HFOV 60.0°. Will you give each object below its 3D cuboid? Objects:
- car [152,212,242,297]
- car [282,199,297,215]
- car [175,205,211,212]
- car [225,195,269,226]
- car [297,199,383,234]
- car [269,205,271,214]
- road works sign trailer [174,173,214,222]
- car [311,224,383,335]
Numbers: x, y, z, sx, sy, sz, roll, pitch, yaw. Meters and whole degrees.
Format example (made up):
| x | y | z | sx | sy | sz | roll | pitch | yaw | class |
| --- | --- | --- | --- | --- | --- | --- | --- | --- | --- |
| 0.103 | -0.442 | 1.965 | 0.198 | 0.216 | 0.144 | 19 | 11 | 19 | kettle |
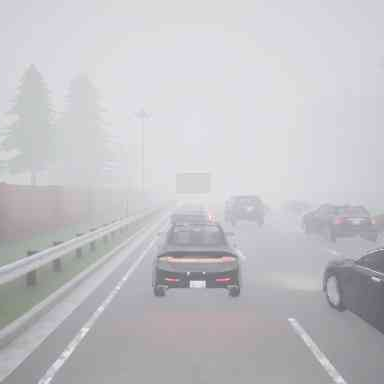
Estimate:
| x | y | z | sx | sy | sz | roll | pitch | yaw | class |
| --- | --- | --- | --- | --- | --- | --- | --- | --- | --- |
| 0.105 | 1.491 | 8.572 | 2.128 | 1.511 | 4.902 | 0 | 0 | 0 | car |
| 10.620 | 1.503 | 34.086 | 1.837 | 1.490 | 4.892 | 0 | 0 | 0 | car |
| -0.015 | 1.474 | 19.019 | 1.882 | 1.535 | 5.008 | 0 | 0 | 6 | car |
| 3.617 | 1.221 | 23.641 | 2.150 | 2.045 | 5.566 | 0 | 0 | 0 | car |
| 7.111 | 1.351 | 16.511 | 2.097 | 1.767 | 4.553 | 0 | 0 | 0 | car |
| 7.118 | 1.525 | 35.661 | 1.812 | 1.442 | 4.674 | 0 | 0 | 0 | car |
| 0.076 | 0.464 | 22.937 | 2.380 | 3.560 | 2.880 | 0 | 0 | 0 | road works sign trailer |
| 3.603 | 1.504 | 4.895 | 1.837 | 1.490 | 4.892 | 0 | 0 | 0 | car |
